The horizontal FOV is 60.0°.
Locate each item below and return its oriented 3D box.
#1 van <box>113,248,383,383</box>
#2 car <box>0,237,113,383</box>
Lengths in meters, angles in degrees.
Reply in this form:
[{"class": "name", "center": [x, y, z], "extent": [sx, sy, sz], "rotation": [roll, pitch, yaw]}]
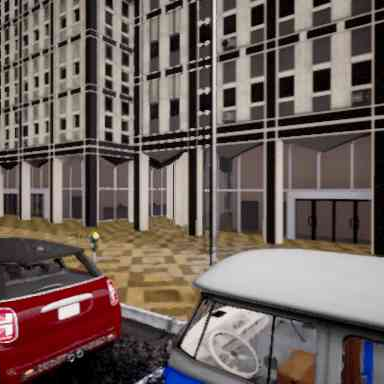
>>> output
[{"class": "van", "center": [1.612, 1.343, 1.729], "extent": [3.998, 1.788, 1.690], "rotation": [0, 0, 35]}, {"class": "car", "center": [-3.022, 1.410, 5.033], "extent": [4.097, 1.590, 1.967], "rotation": [0, 0, 35]}]
